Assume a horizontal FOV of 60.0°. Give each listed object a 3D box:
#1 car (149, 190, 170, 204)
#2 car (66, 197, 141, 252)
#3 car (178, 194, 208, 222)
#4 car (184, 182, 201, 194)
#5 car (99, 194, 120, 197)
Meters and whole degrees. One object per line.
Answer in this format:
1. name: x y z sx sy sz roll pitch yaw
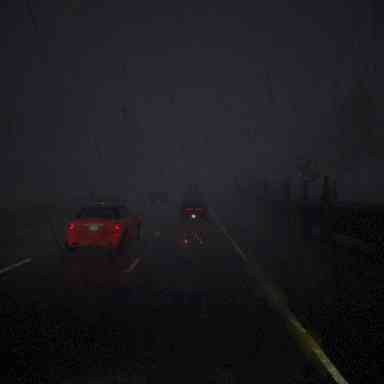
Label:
1. car: -3.416 0.447 35.705 1.895 1.301 4.718 0 5 0
2. car: -3.399 1.268 13.639 2.097 1.767 4.553 0 0 0
3. car: 0.102 1.191 23.664 1.837 1.490 4.892 0 3 0
4. car: 0.054 -0.418 41.457 2.097 1.767 4.553 0 7 0
5. car: -6.899 0.941 28.051 2.128 1.511 4.902 0 4 0
